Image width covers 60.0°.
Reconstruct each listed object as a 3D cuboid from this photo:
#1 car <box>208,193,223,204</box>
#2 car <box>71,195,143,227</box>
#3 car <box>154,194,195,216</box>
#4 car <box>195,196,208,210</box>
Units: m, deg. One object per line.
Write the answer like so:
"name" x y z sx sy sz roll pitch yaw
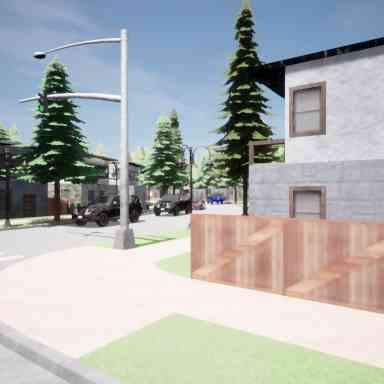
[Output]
"car" 4.188 1.202 60.875 2.150 2.045 5.566 0 0 -9
"car" -5.684 1.202 23.106 2.150 2.045 5.566 0 0 27
"car" -1.800 1.202 32.486 2.150 2.045 5.566 0 0 18
"car" 0.448 1.333 42.087 2.097 1.767 4.553 0 0 9
